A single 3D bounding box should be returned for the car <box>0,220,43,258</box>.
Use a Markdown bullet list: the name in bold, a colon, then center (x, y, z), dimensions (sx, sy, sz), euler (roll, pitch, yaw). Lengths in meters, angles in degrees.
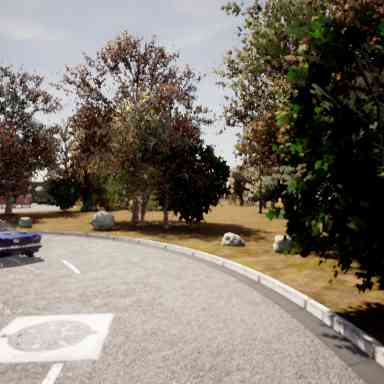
- **car**: center (-7.369, 1.661, 11.888), dimensions (4.718, 1.301, 1.895), euler (-1, -1, 36)
